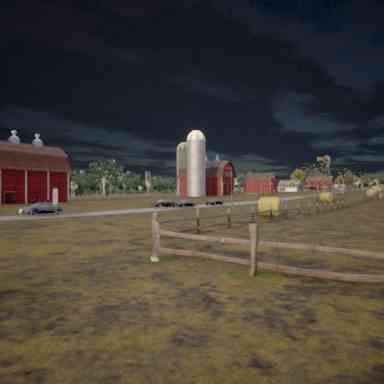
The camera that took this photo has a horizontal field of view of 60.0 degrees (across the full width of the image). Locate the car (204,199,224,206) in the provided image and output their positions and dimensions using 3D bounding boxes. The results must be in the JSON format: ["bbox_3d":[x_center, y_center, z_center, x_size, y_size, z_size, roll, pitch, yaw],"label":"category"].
[{"bbox_3d":[4.384,1.993,63.870,1.895,1.301,4.718,0,0,35],"label":"car"}]

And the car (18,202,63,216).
[{"bbox_3d":[-17.257,1.946,38.106,2.128,1.511,4.902,0,-1,35],"label":"car"}]

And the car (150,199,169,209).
[{"bbox_3d":[-4.871,1.932,55.610,1.882,1.535,5.008,0,0,36],"label":"car"}]

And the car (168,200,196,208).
[{"bbox_3d":[-1.292,2.031,55.716,1.895,1.301,4.718,0,0,36],"label":"car"}]
